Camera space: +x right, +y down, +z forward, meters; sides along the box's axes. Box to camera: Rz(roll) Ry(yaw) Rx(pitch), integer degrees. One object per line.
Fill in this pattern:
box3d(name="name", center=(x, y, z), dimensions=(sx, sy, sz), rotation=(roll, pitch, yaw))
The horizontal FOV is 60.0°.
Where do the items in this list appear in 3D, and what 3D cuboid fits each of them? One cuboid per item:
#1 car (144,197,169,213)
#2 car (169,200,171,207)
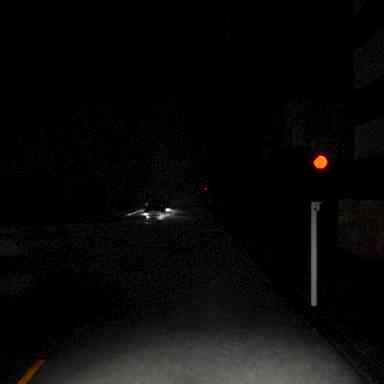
box3d(name="car", center=(-4.107, 1.352, 37.633), dimensions=(2.097, 1.767, 4.553), rotation=(0, 0, 0))
box3d(name="car", center=(-4.090, 1.601, 47.695), dimensions=(1.895, 1.301, 4.718), rotation=(0, 0, 0))
